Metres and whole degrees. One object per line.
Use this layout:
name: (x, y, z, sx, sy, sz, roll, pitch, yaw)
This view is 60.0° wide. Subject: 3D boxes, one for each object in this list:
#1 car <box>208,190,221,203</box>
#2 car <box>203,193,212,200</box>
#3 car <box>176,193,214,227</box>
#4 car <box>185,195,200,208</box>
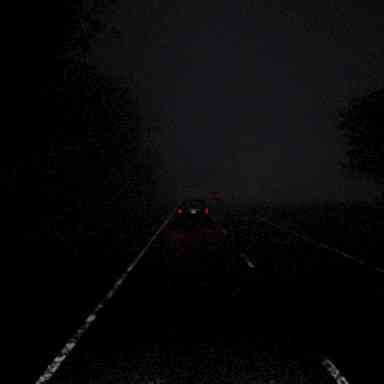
car: (3.566, 0.744, 55.671, 2.150, 2.045, 5.566, 0, 0, 0)
car: (3.454, 0.899, 73.605, 1.812, 1.442, 4.674, 0, 0, 0)
car: (0.086, 1.168, 21.380, 2.097, 1.767, 4.553, 0, 0, 0)
car: (0.072, 1.151, 41.282, 1.837, 1.490, 4.892, 0, 0, 0)
